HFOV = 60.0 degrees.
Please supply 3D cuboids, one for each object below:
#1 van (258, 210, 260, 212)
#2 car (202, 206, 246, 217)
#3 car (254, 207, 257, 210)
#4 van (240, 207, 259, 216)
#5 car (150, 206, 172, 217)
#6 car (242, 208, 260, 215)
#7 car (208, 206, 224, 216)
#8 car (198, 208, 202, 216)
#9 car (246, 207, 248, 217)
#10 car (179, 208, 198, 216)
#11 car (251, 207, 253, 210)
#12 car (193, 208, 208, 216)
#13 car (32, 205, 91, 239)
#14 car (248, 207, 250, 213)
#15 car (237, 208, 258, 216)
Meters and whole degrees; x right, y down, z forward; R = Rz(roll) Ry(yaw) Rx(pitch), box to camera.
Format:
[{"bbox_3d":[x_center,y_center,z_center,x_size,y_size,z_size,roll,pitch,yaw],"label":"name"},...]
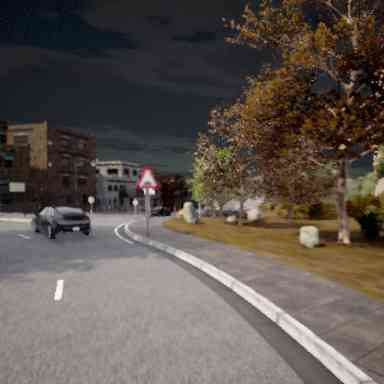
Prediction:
[{"bbox_3d":[12.376,4.381,74.706,4.442,1.987,1.878,0,-3,15],"label":"van"},{"bbox_3d":[4.417,2.774,45.514,4.892,1.521,2.231,0,-4,15],"label":"car"},{"bbox_3d":[10.126,4.187,66.752,4.674,1.452,2.002,0,-3,15],"label":"car"},{"bbox_3d":[14.291,4.806,82.743,4.442,1.987,1.878,0,-3,15],"label":"van"},{"bbox_3d":[-4.260,2.737,46.595,1.882,1.535,5.008,0,-4,14],"label":"car"},{"bbox_3d":[15.144,5.035,85.356,4.553,1.767,2.185,0,-3,15],"label":"car"},{"bbox_3d":[5.046,3.921,69.207,2.150,2.045,5.566,0,-3,15],"label":"car"},{"bbox_3d":[2.439,3.651,59.483,2.128,1.511,4.902,0,-4,15],"label":"car"},{"bbox_3d":[5.130,2.955,48.169,5.008,1.535,2.097,0,-4,15],"label":"car"},{"bbox_3d":[-0.916,3.604,59.523,1.882,1.535,5.008,0,-4,15],"label":"car"},{"bbox_3d":[7.094,3.485,56.180,5.366,1.575,1.946,0,-4,15],"label":"car"},{"bbox_3d":[1.789,4.185,69.604,2.033,1.411,5.357,0,-3,15],"label":"car"},{"bbox_3d":[-6.812,1.442,17.169,1.837,1.490,4.892,0,0,-38],"label":"car"},{"bbox_3d":[5.854,3.135,50.819,4.892,1.521,2.231,0,-4,15],"label":"car"},{"bbox_3d":[12.979,4.635,77.521,4.553,1.767,2.185,0,-3,15],"label":"car"}]
